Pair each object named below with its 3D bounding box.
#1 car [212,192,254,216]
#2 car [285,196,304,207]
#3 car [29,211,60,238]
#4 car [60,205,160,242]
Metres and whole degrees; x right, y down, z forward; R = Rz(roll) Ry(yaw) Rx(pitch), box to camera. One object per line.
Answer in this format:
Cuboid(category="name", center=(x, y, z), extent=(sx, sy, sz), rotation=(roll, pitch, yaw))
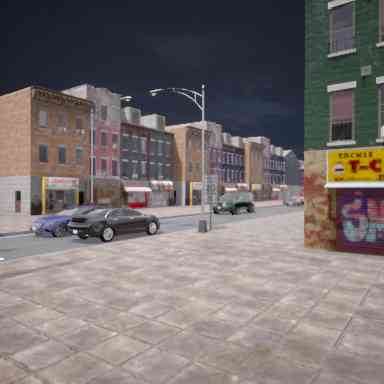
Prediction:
Cuboid(category="car", center=(3.996, 1.060, 31.654), extent=(2.150, 2.045, 5.566), rotation=(0, 0, 36))
Cuboid(category="car", center=(14.550, 1.279, 46.228), extent=(1.812, 1.442, 4.674), rotation=(0, 0, 36))
Cuboid(category="car", center=(-6.093, 1.455, 17.585), extent=(1.812, 1.442, 4.674), rotation=(0, 1, 36))
Cuboid(category="car", center=(-3.580, 1.443, 16.193), extent=(1.837, 1.490, 4.892), rotation=(0, 0, 36))
